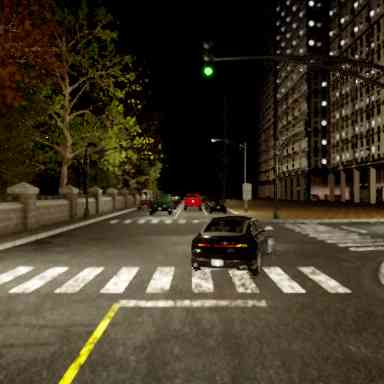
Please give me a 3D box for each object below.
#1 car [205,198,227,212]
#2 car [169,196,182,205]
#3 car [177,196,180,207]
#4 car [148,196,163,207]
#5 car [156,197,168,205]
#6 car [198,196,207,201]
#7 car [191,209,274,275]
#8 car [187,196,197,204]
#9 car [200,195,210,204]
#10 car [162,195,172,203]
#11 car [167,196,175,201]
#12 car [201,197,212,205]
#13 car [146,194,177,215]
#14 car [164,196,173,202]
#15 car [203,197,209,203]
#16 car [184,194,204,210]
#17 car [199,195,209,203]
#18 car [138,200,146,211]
[{"bbox_3d":[2.699,1.609,35.691,1.947,1.339,4.313,0,0,0],"label":"car"},{"bbox_3d":[-2.986,1.581,62.278,2.128,1.511,4.902,0,0,0],"label":"car"},{"bbox_3d":[-3.045,1.620,43.891,1.994,1.385,4.181,0,0,1],"label":"car"},{"bbox_3d":[-5.677,1.511,52.591,1.967,1.590,4.097,0,0,0],"label":"car"},{"bbox_3d":[-5.674,1.618,63.686,1.752,1.417,4.829,0,0,0],"label":"car"},{"bbox_3d":[2.710,1.696,86.382,2.008,1.369,4.403,0,0,0],"label":"car"},{"bbox_3d":[1.424,1.516,10.660,1.837,1.490,4.892,-1,0,19],"label":"car"},{"bbox_3d":[0.041,1.573,65.268,1.882,1.535,5.008,0,0,1],"label":"car"},{"bbox_3d":[2.707,1.545,69.486,1.967,1.590,4.097,0,0,0],"label":"car"},{"bbox_3d":[-5.672,1.559,75.119,1.967,1.590,4.097,0,0,0],"label":"car"},{"bbox_3d":[-5.669,1.705,92.016,1.887,1.381,4.507,0,0,0],"label":"car"},{"bbox_3d":[2.706,1.638,63.854,1.887,1.381,4.507,0,0,0],"label":"car"},{"bbox_3d":[-3.083,1.263,34.516,2.150,2.045,5.566,0,0,0],"label":"car"},{"bbox_3d":[-5.671,1.677,80.752,1.887,1.381,4.507,0,0,0],"label":"car"},{"bbox_3d":[2.701,1.617,41.324,1.947,1.339,4.313,0,0,0],"label":"car"},{"bbox_3d":[0.111,1.275,43.830,2.150,2.045,5.566,0,0,0],"label":"car"},{"bbox_3d":[2.709,1.558,75.118,1.967,1.590,4.097,0,0,0],"label":"car"},{"bbox_3d":[-5.680,1.633,41.325,1.802,1.307,4.206,0,0,0],"label":"car"}]
